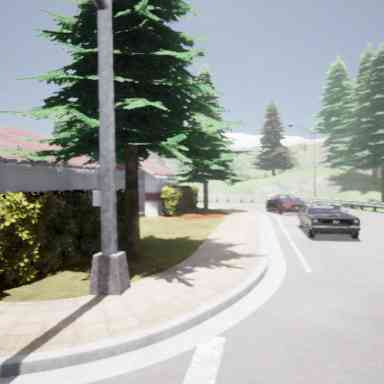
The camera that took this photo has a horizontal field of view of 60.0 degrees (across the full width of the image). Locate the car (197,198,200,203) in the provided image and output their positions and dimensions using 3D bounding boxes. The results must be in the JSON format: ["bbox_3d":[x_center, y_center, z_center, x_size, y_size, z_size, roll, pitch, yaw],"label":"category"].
[{"bbox_3d":[-1.890,0.752,34.875,5.357,1.411,2.033,-1,1,14],"label":"car"}]

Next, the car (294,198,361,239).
[{"bbox_3d":[5.829,1.148,14.621,1.895,1.301,4.718,-1,1,11],"label":"car"}]

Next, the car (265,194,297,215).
[{"bbox_3d":[6.883,0.863,24.530,1.994,1.385,4.181,-1,1,-6],"label":"car"}]
